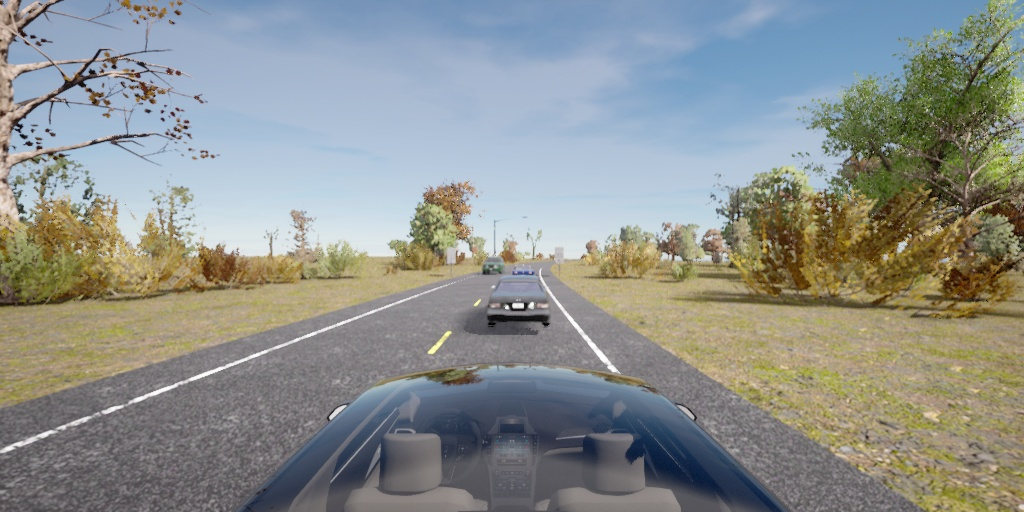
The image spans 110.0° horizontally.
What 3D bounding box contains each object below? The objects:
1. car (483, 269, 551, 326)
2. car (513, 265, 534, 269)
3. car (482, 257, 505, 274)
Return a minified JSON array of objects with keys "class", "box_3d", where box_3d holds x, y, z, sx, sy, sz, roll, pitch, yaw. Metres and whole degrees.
[{"class":"car","box_3d":[0.246,1.334,11.731,2.033,1.411,5.357,0,0,2]},{"class":"car","box_3d":[1.050,1.460,32.220,1.895,1.301,4.718,0,0,3]},{"class":"car","box_3d":[-2.072,1.113,41.551,2.150,2.045,5.566,0,0,4]}]
